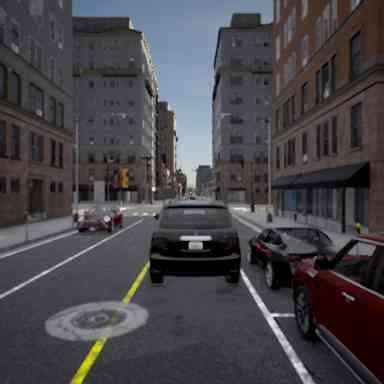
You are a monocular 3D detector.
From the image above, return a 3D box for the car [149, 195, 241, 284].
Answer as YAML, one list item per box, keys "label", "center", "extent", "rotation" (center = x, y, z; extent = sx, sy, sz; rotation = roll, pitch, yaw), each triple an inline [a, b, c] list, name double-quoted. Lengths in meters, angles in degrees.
- label: "car"
  center: [0.048, 1.235, 9.730]
  extent: [2.150, 2.045, 5.566]
  rotation: [0, 0, -1]

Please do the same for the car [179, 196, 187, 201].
- label: "car"
  center: [-2.525, 1.862, 94.872]
  extent: [1.994, 1.385, 4.181]
  rotation: [0, 0, 0]

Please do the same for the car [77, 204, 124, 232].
- label: "car"
  center: [-5.358, 1.474, 19.879]
  extent: [1.967, 1.590, 4.097]
  rotation: [0, 0, 0]

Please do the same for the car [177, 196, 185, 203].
- label: "car"
  center: [-2.608, 1.741, 79.280]
  extent: [1.837, 1.490, 4.892]
  rotation: [0, 0, 0]

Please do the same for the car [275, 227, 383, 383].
- label: "car"
  center: [2.641, 1.320, 3.503]
  extent: [2.192, 1.841, 5.009]
  rotation: [0, 0, 0]

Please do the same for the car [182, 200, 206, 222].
- label: "car"
  center: [0.131, 1.533, 28.305]
  extent: [1.882, 1.535, 5.008]
  rotation: [0, 0, 0]

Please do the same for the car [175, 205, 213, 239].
- label: "car"
  center: [0.127, 1.537, 18.559]
  extent: [1.837, 1.490, 4.892]
  rotation: [0, 0, 0]

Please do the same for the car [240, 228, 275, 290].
- label: "car"
  center: [2.650, 1.579, 8.956]
  extent: [1.947, 1.339, 4.313]
  rotation: [0, 0, 0]
